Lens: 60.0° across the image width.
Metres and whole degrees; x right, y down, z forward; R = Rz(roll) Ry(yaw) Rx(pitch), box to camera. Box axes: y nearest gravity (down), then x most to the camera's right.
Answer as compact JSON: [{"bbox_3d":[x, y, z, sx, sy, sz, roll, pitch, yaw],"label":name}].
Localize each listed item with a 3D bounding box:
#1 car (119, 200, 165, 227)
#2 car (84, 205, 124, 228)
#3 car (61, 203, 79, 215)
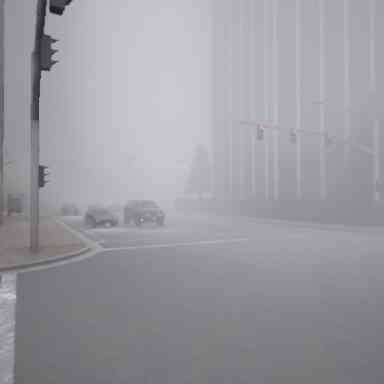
[{"bbox_3d":[-4.114,1.700,27.884,2.150,2.045,5.566,0,-1,-27],"label":"car"},{"bbox_3d":[-7.304,2.011,26.431,2.033,1.411,5.357,0,-1,-27],"label":"car"},{"bbox_3d":[-16.376,2.280,44.539,2.128,1.511,4.902,0,-1,-27],"label":"car"}]
